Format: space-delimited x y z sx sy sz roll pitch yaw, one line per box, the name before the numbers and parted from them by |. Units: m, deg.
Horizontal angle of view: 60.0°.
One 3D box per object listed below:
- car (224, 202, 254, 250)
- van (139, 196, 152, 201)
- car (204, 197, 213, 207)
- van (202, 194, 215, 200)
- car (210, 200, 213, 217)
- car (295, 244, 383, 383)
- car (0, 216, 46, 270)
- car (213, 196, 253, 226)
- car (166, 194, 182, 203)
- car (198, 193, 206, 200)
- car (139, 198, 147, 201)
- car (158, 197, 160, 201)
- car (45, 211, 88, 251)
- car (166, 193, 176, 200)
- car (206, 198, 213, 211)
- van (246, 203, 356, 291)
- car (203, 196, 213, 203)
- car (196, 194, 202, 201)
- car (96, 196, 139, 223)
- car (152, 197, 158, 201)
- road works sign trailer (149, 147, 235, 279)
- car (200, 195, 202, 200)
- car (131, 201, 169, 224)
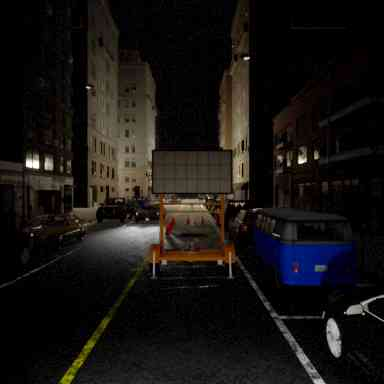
car | 2.675 1.438 14.387 1.967 1.590 4.097 0 0 0
van | -5.837 1.334 37.055 1.690 1.788 3.998 0 0 0
car | 2.689 1.544 37.064 2.008 1.369 4.403 0 0 0
van | 2.696 1.324 48.404 1.690 1.788 3.998 0 0 0
car | 2.682 1.562 25.726 1.947 1.339 4.313 0 0 0
car | 2.669 1.551 3.049 2.008 1.369 4.403 0 0 0
car | -5.854 1.544 8.714 1.887 1.381 4.507 0 0 0
car | 2.678 1.312 20.056 2.192 1.841 5.009 0 0 0
car | -2.966 1.321 58.458 2.097 1.767 4.553 0 0 0
car | 2.722 1.237 92.439 2.192 1.841 5.009 0 0 0
car | -5.840 1.545 31.387 2.008 1.369 4.403 0 0 0
car | -5.830 1.509 48.223 1.752 1.417 4.829 0 0 0
car | -5.851 1.524 14.212 1.752 1.417 4.829 0 0 0
car | -5.803 1.237 92.429 2.192 1.841 5.009 0 0 0
car | 2.685 1.560 31.395 1.947 1.339 4.313 0 0 0
van | 2.672 1.340 8.718 1.690 1.788 3.998 0 0 0
car | 2.692 1.571 42.734 1.802 1.307 4.206 0 0 0
car | 2.716 1.380 81.269 1.967 1.590 4.097 0 0 0
car | -5.844 1.311 25.719 2.192 1.841 5.009 0 0 0
car | -5.833 1.515 42.554 1.752 1.417 4.829 0 0 0
road works sign trailer | 0.005 0.463 10.030 2.380 3.560 2.880 0 0 0
car | 2.699 1.501 54.243 1.752 1.417 4.829 0 0 0
car | -3.087 1.596 25.150 1.895 1.301 4.718 0 0 0
